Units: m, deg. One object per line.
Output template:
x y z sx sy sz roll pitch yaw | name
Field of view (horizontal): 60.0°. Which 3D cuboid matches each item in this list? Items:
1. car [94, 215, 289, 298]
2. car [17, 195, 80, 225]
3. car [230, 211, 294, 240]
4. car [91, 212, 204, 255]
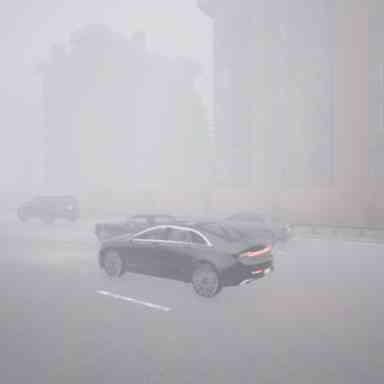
-0.343 1.490 8.540 4.902 1.511 2.128 0 0 36 | car
-10.555 1.223 24.435 5.566 2.045 2.150 0 0 36 | car
2.448 1.563 15.147 4.181 1.385 1.994 0 0 36 | car
-1.973 1.601 14.005 4.718 1.301 1.895 0 0 36 | car
